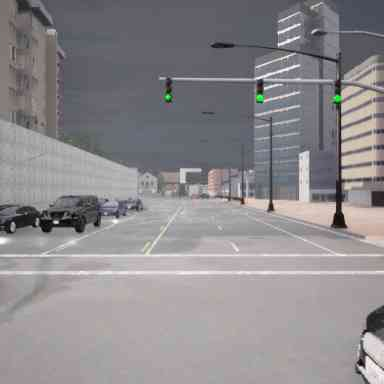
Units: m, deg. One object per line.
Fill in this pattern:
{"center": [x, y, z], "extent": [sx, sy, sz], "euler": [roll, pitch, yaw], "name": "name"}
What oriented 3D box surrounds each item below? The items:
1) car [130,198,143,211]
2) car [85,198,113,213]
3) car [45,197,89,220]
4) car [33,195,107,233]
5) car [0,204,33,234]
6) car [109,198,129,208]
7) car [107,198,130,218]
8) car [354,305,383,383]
{"center": [-7.102, 1.491, 40.111], "extent": [2.128, 1.511, 4.902], "euler": [0, 0, 0], "name": "car"}
{"center": [-10.605, 1.505, 38.382], "extent": [1.837, 1.490, 4.892], "euler": [0, 0, 0], "name": "car"}
{"center": [-10.608, 1.352, 28.564], "extent": [2.097, 1.767, 4.553], "euler": [0, 0, 0], "name": "car"}
{"center": [-7.102, 1.221, 20.128], "extent": [2.150, 2.045, 5.566], "euler": [0, 0, 0], "name": "car"}
{"center": [-10.606, 1.505, 19.496], "extent": [1.837, 1.490, 4.892], "euler": [0, 0, 0], "name": "car"}
{"center": [-10.570, 1.600, 48.442], "extent": [1.895, 1.301, 4.718], "euler": [0, 0, 0], "name": "car"}
{"center": [-7.107, 1.525, 29.768], "extent": [1.812, 1.442, 4.674], "euler": [0, 0, 0], "name": "car"}
{"center": [4.230, 1.496, 3.223], "extent": [4.902, 1.511, 2.128], "euler": [0, 0, 0], "name": "car"}
